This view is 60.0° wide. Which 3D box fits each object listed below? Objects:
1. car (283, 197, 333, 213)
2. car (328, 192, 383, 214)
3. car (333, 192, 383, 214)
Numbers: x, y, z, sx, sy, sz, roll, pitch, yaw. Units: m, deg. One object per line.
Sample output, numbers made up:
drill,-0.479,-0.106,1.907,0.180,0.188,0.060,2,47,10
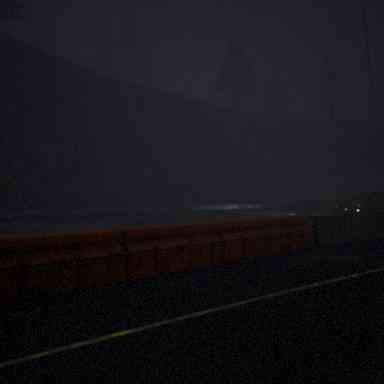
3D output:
car,11.799,1.274,34.573,5.008,1.535,1.882,0,0,-24
car,16.301,1.015,32.779,5.566,2.045,2.150,0,0,-23
car,15.187,1.040,28.458,5.566,2.045,2.150,0,0,-24
